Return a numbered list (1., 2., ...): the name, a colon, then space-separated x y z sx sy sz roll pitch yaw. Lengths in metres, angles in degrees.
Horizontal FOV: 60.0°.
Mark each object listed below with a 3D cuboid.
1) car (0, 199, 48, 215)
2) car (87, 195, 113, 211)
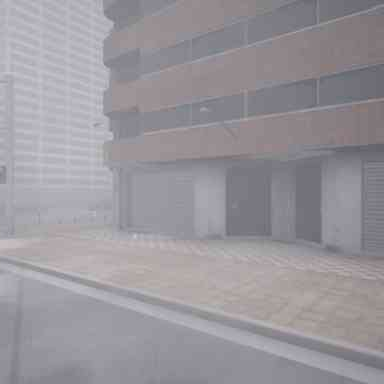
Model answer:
1. car: -16.770 1.505 32.710 1.837 1.490 4.892 0 0 37
2. car: -10.518 1.505 40.963 1.837 1.490 4.892 0 0 37
